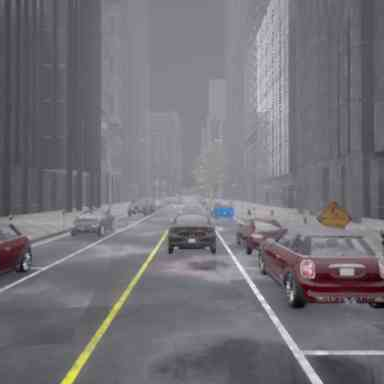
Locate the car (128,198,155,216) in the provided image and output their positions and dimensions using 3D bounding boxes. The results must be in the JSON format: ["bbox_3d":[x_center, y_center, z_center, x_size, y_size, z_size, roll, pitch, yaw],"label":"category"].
[{"bbox_3d":[-5.660,1.631,36.295,2.192,1.841,5.009,0,0,0],"label":"car"}]

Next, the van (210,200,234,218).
[{"bbox_3d":[2.865,1.614,30.631,1.690,1.788,3.998,0,0,0],"label":"van"}]

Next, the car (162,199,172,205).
[{"bbox_3d":[-5.653,2.183,75.763,1.947,1.339,4.313,0,0,0],"label":"car"}]

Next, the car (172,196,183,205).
[{"bbox_3d":[-2.989,2.129,71.780,1.994,1.385,4.181,0,0,0],"label":"car"}]

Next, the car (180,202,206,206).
[{"bbox_3d":[0.007,1.861,29.106,1.895,1.301,4.718,0,0,0],"label":"car"}]

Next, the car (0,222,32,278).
[{"bbox_3d":[-5.666,1.516,8.098,1.967,1.590,4.097,0,-1,0],"label":"car"}]

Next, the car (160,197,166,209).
[{"bbox_3d":[-5.658,1.963,53.001,1.752,1.417,4.829,0,0,1],"label":"car"}]

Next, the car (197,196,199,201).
[{"bbox_3d":[2.873,1.984,81.389,2.192,1.841,5.009,0,-1,0],"label":"car"}]

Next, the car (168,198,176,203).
[{"bbox_3d":[-5.651,2.320,92.680,1.887,1.381,4.507,0,-1,0],"label":"car"}]

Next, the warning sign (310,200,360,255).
[{"bbox_3d":[5.068,1.227,11.872,1.300,1.860,1.060,0,-1,0],"label":"warning sign"}]

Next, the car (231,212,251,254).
[{"bbox_3d":[2.860,1.710,13.711,1.802,1.307,4.206,0,-1,0],"label":"car"}]

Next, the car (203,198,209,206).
[{"bbox_3d":[2.875,1.925,47.754,1.752,1.417,4.829,0,0,1],"label":"car"}]

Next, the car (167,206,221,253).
[{"bbox_3d":[0.009,1.612,14.474,1.882,1.535,5.008,0,0,0],"label":"car"}]

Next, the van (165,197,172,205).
[{"bbox_3d":[-5.653,1.910,70.127,1.690,1.788,3.998,0,0,0],"label":"van"}]

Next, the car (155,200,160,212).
[{"bbox_3d":[-5.659,1.674,41.935,2.192,1.841,5.009,0,0,0],"label":"car"}]

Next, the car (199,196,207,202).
[{"bbox_3d":[2.870,1.963,64.471,1.967,1.590,4.097,0,0,0],"label":"car"}]

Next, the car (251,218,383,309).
[{"bbox_3d":[2.860,1.516,8.071,1.967,1.590,4.097,0,-1,0],"label":"car"}]

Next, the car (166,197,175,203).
[{"bbox_3d":[-5.652,2.162,87.042,1.967,1.590,4.097,0,-1,0],"label":"car"}]

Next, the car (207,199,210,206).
[{"bbox_3d":[2.866,1.843,36.442,1.752,1.417,4.829,0,0,0],"label":"car"}]

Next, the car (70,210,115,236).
[{"bbox_3d":[-5.664,1.729,19.375,2.008,1.369,4.403,0,-1,0],"label":"car"}]
